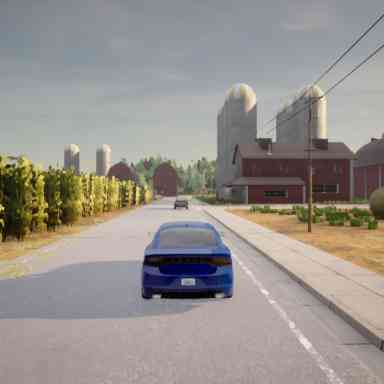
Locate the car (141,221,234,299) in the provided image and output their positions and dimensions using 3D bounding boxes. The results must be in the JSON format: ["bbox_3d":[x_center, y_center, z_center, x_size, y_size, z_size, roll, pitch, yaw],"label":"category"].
[{"bbox_3d":[-0.142,1.479,8.508,1.882,1.535,5.008,0,0,-2],"label":"car"}]

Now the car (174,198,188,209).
[{"bbox_3d":[-1.450,1.496,44.323,2.128,1.511,4.902,0,0,-2],"label":"car"}]
